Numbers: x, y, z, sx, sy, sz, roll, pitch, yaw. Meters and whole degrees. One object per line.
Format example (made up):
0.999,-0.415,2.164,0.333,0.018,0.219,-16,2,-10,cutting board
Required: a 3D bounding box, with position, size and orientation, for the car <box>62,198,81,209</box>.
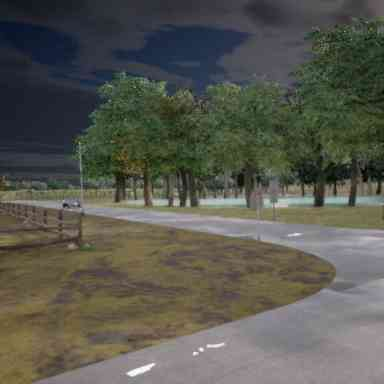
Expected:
-18.251,1.701,50.278,2.128,1.511,4.902,-3,1,-35,car
